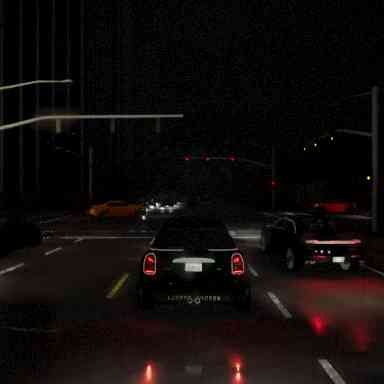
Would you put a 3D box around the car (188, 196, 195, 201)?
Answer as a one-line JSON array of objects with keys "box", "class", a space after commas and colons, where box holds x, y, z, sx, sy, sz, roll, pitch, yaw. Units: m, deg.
[{"box": [-0.168, 1.595, 86.910, 1.895, 1.301, 4.718, 0, 0, 0], "class": "car"}]

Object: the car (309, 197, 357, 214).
[{"box": [14.604, 1.407, 34.764, 4.553, 1.767, 2.097, 0, 0, 2], "class": "car"}]

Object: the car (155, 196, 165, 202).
[{"box": [-7.143, 1.594, 74.257, 1.895, 1.301, 4.718, 0, 0, 0], "class": "car"}]

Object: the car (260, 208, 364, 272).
[{"box": [3.598, 1.492, 10.823, 2.128, 1.511, 4.902, 0, 0, -3], "class": "car"}]

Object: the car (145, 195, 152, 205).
[{"box": [-7.183, 1.526, 46.515, 1.812, 1.442, 4.674, 0, 0, 0], "class": "car"}]

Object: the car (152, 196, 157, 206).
[{"box": [-7.194, 1.352, 55.418, 2.097, 1.767, 4.553, 0, 0, 0], "class": "car"}]

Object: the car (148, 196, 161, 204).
[{"box": [-7.175, 1.526, 64.214, 1.812, 1.442, 4.674, 0, 0, 0], "class": "car"}]

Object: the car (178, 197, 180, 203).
[{"box": [-3.688, 1.491, 60.339, 2.128, 1.511, 4.902, 0, 0, 0], "class": "car"}]

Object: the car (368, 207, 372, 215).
[{"box": [19.039, 1.581, 31.190, 4.674, 1.442, 1.812, 0, 0, 0], "class": "car"}]

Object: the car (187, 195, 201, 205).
[{"box": [0.004, 1.547, 54.987, 2.033, 1.411, 5.357, 0, 0, 0], "class": "car"}]

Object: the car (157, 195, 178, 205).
[{"box": [-3.687, 1.547, 50.837, 2.033, 1.411, 5.357, 0, 0, 0], "class": "car"}]

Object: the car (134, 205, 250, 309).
[{"box": [0.042, 1.352, 8.012, 2.097, 1.767, 4.553, 0, 0, 0], "class": "car"}]

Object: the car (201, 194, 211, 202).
[{"box": [3.350, 1.519, 77.455, 1.812, 1.442, 4.674, 0, 0, 0], "class": "car"}]

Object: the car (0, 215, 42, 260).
[{"box": [-7.239, 1.564, 12.236, 1.994, 1.385, 4.181, 0, 0, -2], "class": "car"}]

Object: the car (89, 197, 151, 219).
[{"box": [-6.589, 1.508, 29.701, 5.008, 1.535, 1.882, 0, 1, -29], "class": "car"}]

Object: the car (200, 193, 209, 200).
[{"box": [3.331, 1.216, 87.535, 2.097, 1.767, 4.553, 0, 0, 0], "class": "car"}]

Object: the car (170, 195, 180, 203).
[{"box": [-3.636, 1.500, 70.550, 1.837, 1.490, 4.892, 0, 0, 0], "class": "car"}]
